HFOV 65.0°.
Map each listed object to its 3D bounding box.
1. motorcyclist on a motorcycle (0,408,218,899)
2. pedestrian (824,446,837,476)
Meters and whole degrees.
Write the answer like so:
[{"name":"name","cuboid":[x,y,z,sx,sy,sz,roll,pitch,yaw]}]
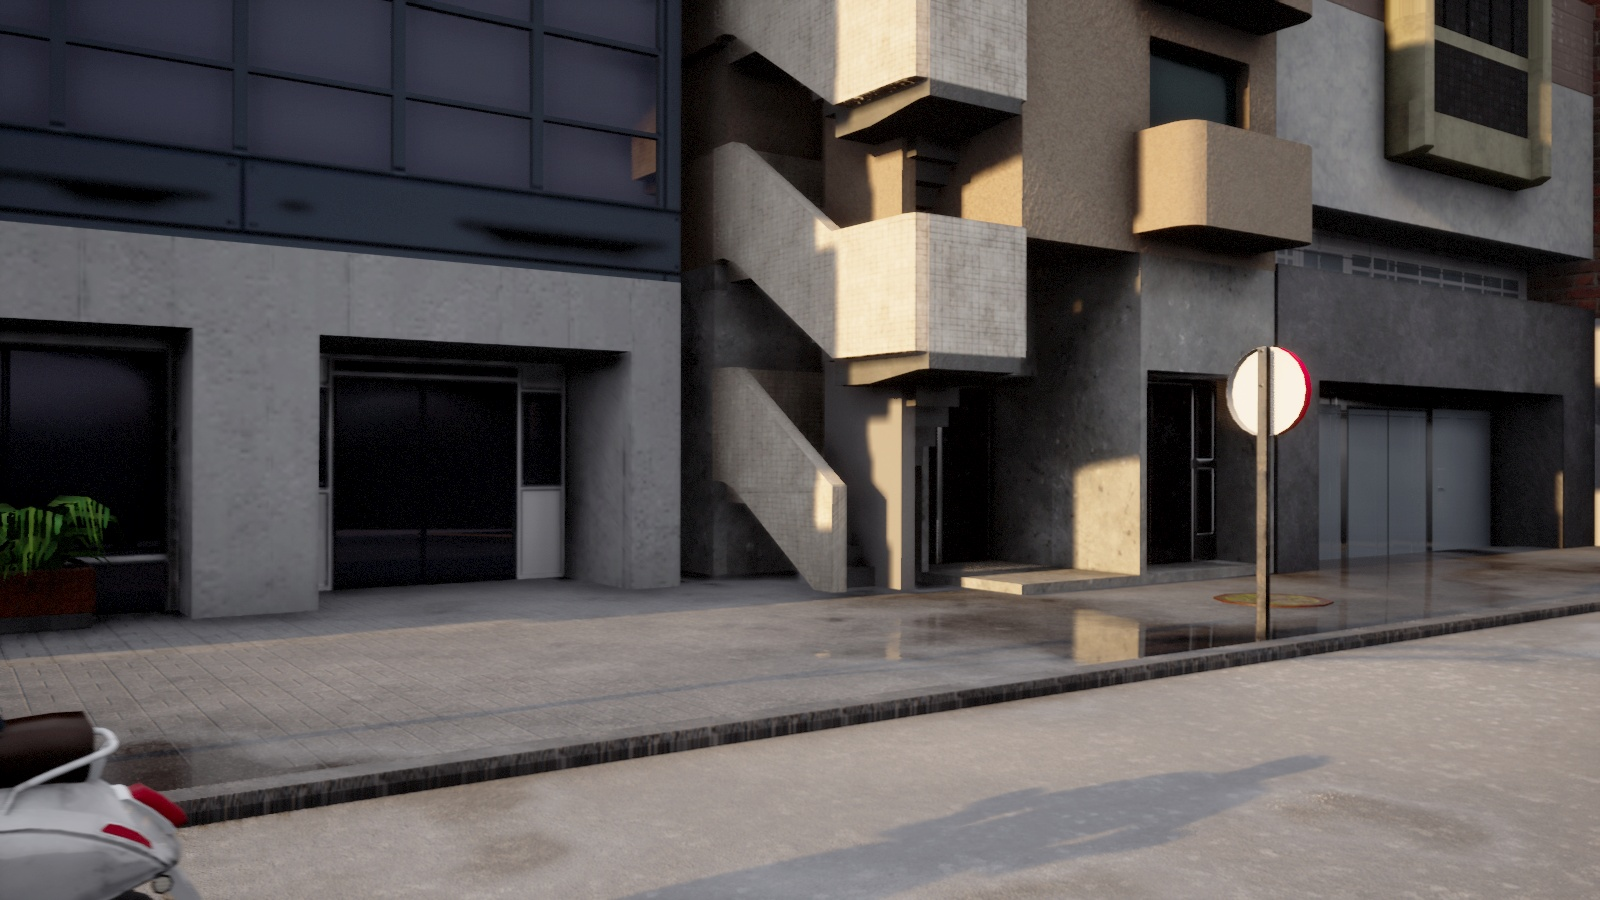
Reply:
[{"name":"motorcyclist on a motorcycle","cuboid":[-2.304,0.709,2.663,1.817,1.590,0.866,0,0,-35]},{"name":"pedestrian","cuboid":[1.853,0.679,76.766,0.402,1.842,0.726,0,0,-36]}]
